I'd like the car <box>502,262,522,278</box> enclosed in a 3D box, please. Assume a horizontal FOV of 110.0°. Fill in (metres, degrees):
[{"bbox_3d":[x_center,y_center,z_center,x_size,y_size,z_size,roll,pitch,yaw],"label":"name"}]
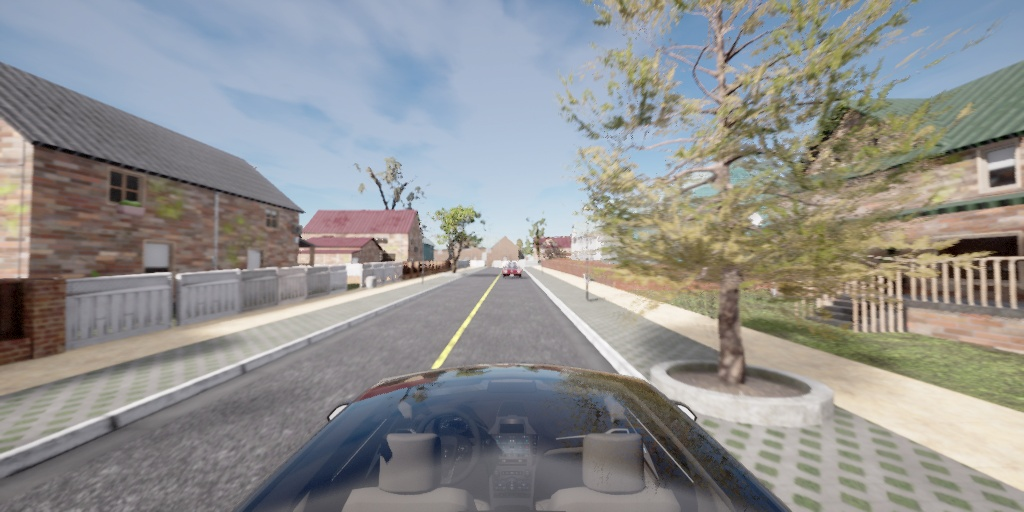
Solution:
[{"bbox_3d":[0.014,1.500,34.906,1.895,1.301,4.718,0,0,0],"label":"car"}]
